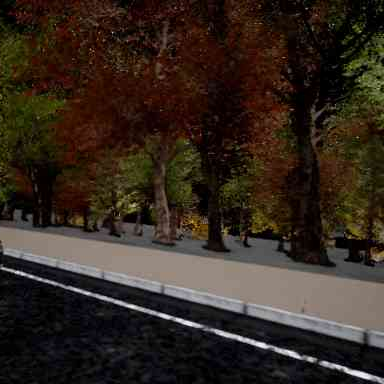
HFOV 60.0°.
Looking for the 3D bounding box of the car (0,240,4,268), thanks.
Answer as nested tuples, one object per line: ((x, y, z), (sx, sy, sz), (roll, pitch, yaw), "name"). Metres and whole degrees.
((-6.652, 1.379, 8.434), (4.902, 1.511, 2.128), (1, 0, 36), "car")
